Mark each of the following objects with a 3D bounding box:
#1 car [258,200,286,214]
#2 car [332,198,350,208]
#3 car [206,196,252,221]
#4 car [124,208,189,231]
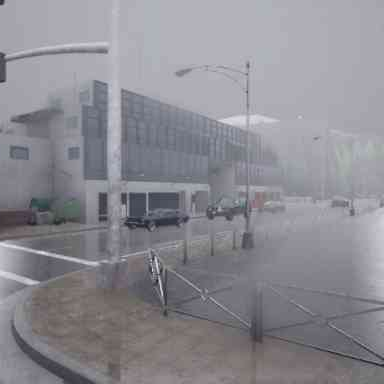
[{"bbox_3d":[9.243,1.701,38.229,1.812,1.442,4.674,0,0,36],"label":"car"},{"bbox_3d":[22.756,1.678,50.835,1.837,1.490,4.892,0,-1,35],"label":"car"},{"bbox_3d":[3.467,1.397,30.157,2.150,2.045,5.566,0,0,36],"label":"car"},{"bbox_3d":[-2.265,1.776,22.128,1.895,1.301,4.718,0,0,36],"label":"car"}]
